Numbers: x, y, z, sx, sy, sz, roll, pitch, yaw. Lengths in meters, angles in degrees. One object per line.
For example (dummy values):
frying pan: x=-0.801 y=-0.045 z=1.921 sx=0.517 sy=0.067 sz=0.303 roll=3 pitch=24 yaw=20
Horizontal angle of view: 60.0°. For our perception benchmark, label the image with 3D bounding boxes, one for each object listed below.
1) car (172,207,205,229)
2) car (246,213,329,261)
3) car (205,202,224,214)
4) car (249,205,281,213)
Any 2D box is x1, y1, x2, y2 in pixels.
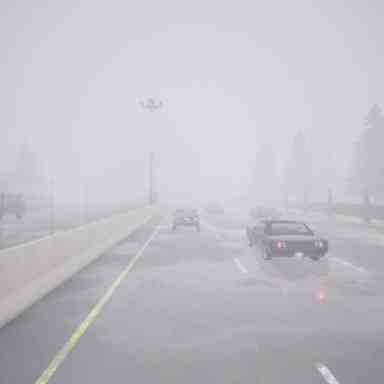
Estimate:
car: x=-0.408 y=1.746 z=23.232 sx=2.033 sy=1.411 sz=5.357 roll=0 pitch=0 yaw=-1
car: x=3.339 y=1.709 z=12.729 sx=1.895 sy=1.301 sz=4.718 roll=0 pitch=0 yaw=-1
car: x=2.614 y=1.906 z=40.213 sx=1.994 sy=1.385 sz=4.181 roll=0 pitch=0 yaw=-3
car: x=6.441 y=1.853 z=29.851 sx=1.895 sy=1.301 sz=4.718 roll=0 pitch=0 yaw=-1
